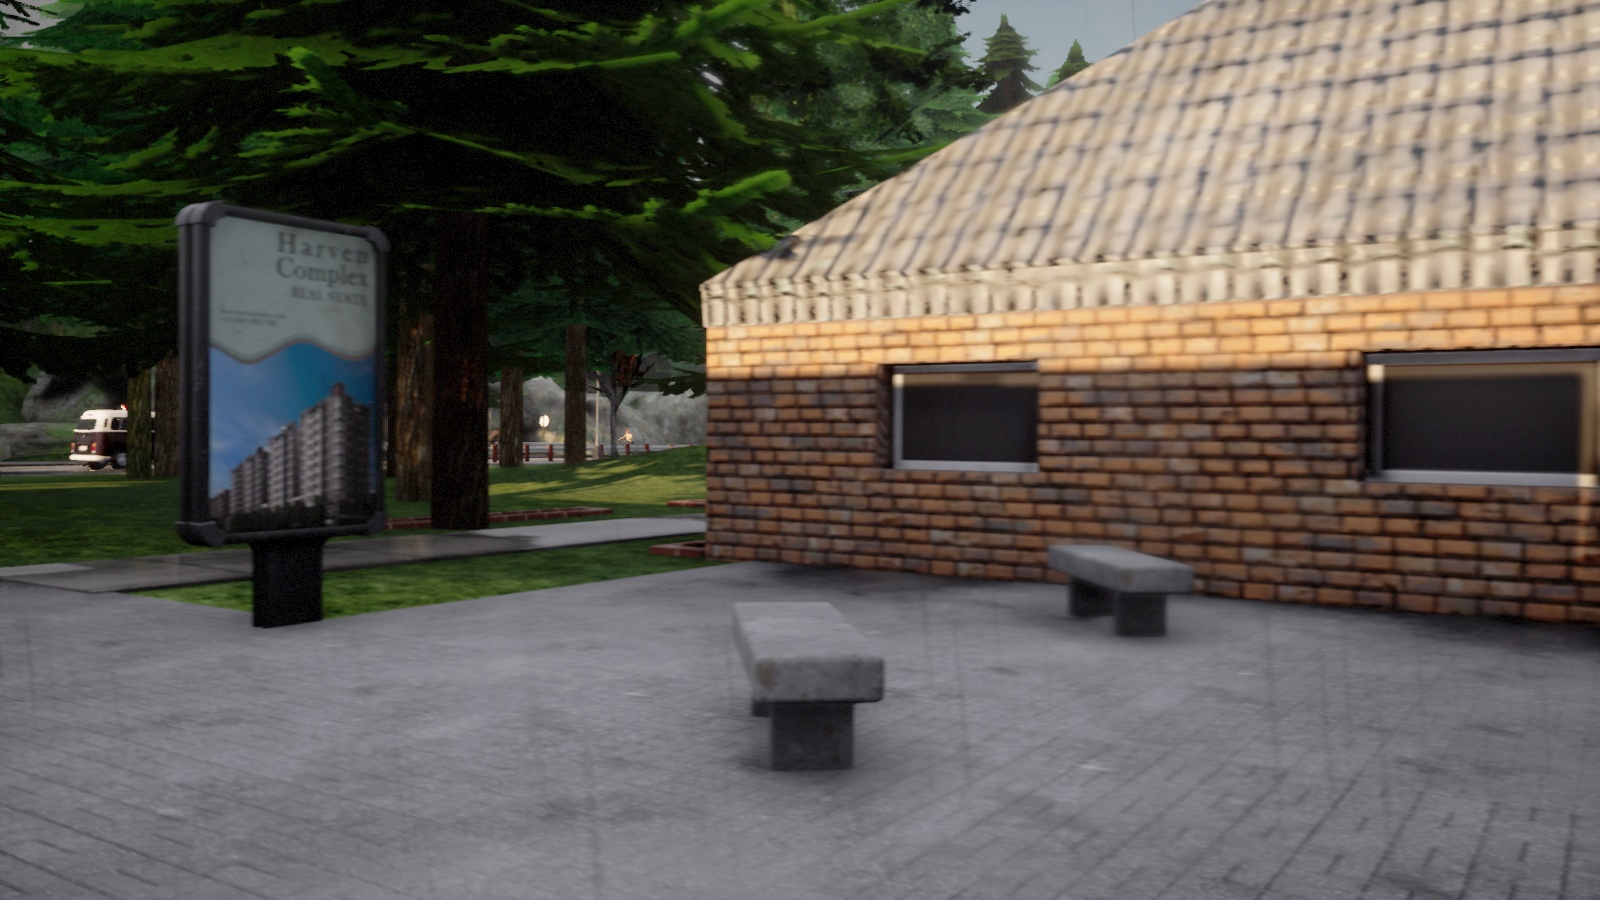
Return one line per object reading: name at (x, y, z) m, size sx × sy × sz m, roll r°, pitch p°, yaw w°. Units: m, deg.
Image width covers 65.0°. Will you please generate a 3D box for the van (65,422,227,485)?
van at (-22.458, 0.075, 43.308) m, size 2.069 × 2.038 × 4.480 m, roll 0°, pitch 1°, yaw 33°
